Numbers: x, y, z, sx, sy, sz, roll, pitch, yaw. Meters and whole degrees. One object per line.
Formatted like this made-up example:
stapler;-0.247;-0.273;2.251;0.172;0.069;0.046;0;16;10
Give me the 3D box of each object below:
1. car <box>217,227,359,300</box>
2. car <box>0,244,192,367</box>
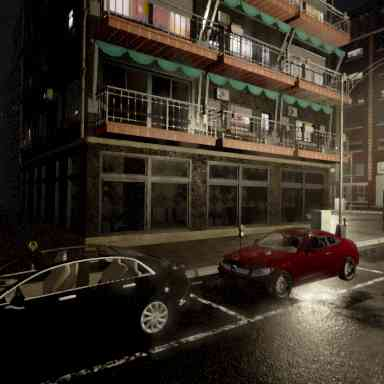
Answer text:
car;2.567;1.584;8.345;4.206;1.307;1.802;0;1;-36
car;-2.057;1.551;5.036;4.403;1.369;2.008;0;1;-36
